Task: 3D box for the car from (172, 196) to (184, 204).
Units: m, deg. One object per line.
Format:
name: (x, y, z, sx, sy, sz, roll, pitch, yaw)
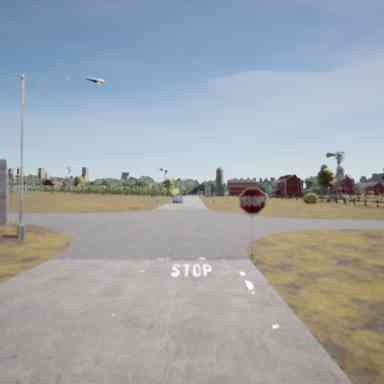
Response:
car: (-2.562, 1.377, 59.687, 1.812, 1.442, 4.674, 0, 1, 0)
